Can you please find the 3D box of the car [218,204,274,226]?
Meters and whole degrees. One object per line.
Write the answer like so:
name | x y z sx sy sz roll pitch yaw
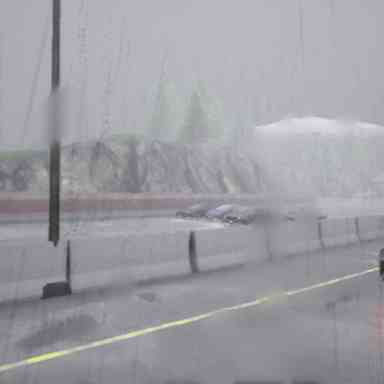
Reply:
car | 4.755 1.776 25.605 5.357 1.411 2.033 1 -1 -42

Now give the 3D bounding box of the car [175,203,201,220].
car | 0.964 1.798 31.597 5.357 1.411 2.033 1 -1 -42

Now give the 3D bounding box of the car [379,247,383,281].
car | 6.701 1.616 8.757 4.892 1.490 1.837 0 0 -38

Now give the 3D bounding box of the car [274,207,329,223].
car | 8.115 1.801 23.980 4.181 1.385 1.994 1 -1 -42

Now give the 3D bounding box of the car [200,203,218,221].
car | 3.220 1.771 28.967 4.674 1.442 1.812 1 -1 -42
